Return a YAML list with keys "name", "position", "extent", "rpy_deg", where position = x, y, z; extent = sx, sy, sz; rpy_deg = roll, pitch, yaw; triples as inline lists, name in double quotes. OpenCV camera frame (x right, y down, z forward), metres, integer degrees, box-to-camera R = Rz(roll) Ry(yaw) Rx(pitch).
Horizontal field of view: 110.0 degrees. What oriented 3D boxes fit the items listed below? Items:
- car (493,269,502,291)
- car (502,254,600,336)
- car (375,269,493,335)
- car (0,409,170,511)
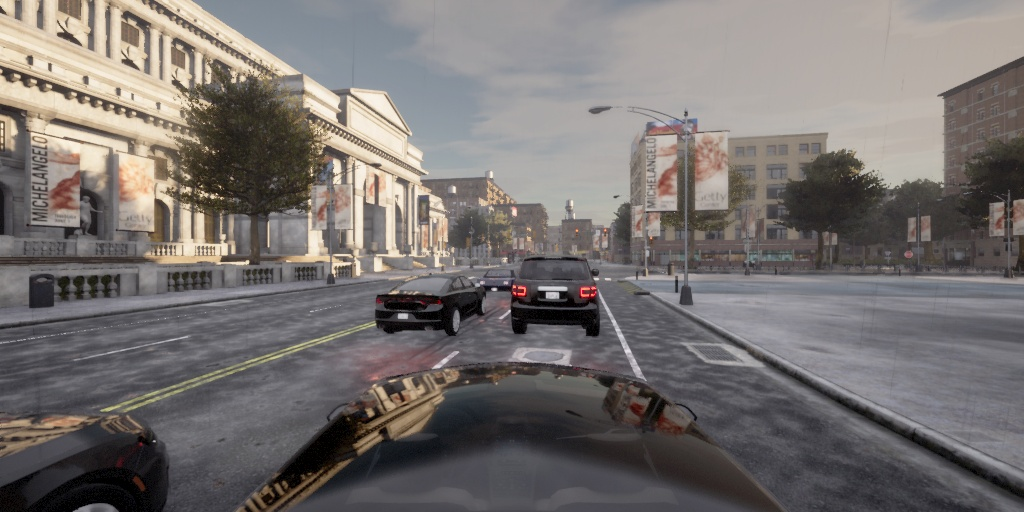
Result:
- name: "car"
  position: [-0.445, 1.351, 19.772]
  extent: [1.895, 1.301, 4.718]
  rpy_deg: [0, 0, 11]
- name: "car"
  position: [1.381, 0.971, 10.636]
  extent: [2.150, 2.045, 5.566]
  rpy_deg: [0, 0, 10]
- name: "car"
  position: [-2.106, 1.228, 10.651]
  extent: [1.882, 1.535, 5.008]
  rpy_deg: [0, 0, 9]
- name: "car"
  position: [-3.221, 1.255, 0.422]
  extent: [1.837, 1.490, 4.892]
  rpy_deg: [0, 0, -2]
